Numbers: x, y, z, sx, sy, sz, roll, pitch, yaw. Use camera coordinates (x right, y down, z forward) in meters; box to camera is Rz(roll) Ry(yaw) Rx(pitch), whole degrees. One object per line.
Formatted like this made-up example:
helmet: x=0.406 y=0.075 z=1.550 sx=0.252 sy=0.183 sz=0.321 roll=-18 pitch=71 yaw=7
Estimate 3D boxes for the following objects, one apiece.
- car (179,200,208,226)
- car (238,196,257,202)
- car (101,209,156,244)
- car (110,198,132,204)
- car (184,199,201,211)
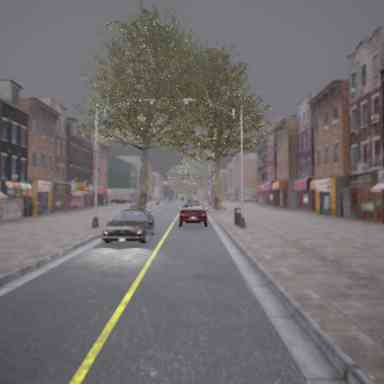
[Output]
car: x=0.089 y=1.501 z=23.621 sx=1.882 sy=1.535 sz=5.008 roll=0 pitch=0 yaw=0
car: x=12.158 y=1.559 z=70.254 sx=4.829 sy=1.417 sz=1.752 roll=-1 pitch=-1 yaw=0
car: x=-2.831 y=1.558 z=16.115 sx=2.033 sy=1.411 sz=5.357 roll=0 pitch=0 yaw=0
car: x=-14.855 y=1.875 z=70.069 sx=4.507 sy=1.381 sz=1.887 roll=-1 pitch=-1 yaw=0
car: x=0.094 y=1.646 z=42.188 sx=1.994 sy=1.385 sz=4.181 roll=0 pitch=0 yaw=0
